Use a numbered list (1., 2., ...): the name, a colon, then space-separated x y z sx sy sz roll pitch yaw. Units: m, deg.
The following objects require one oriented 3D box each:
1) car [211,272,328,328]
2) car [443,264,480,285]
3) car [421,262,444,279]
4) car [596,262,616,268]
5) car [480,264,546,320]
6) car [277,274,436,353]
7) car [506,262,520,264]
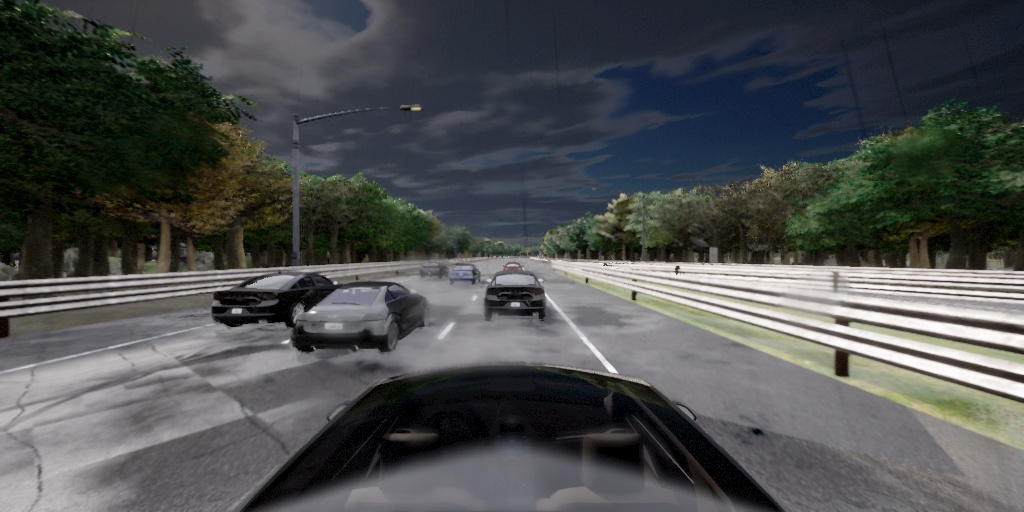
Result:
1. car: -6.902 1.231 11.469 1.882 1.535 5.008 0 0 0
2. car: -3.399 1.306 26.511 2.033 1.411 5.357 0 0 0
3. car: -6.902 1.253 32.423 2.128 1.511 4.902 0 0 0
4. car: 11.888 1.455 47.667 1.895 1.301 4.718 0 0 -13
5. car: 0.101 1.231 12.677 1.882 1.535 5.008 0 0 0
6. car: -3.400 1.316 8.858 1.994 1.385 4.181 0 0 0
7. car: 0.098 1.288 33.647 1.812 1.442 4.674 0 0 0
